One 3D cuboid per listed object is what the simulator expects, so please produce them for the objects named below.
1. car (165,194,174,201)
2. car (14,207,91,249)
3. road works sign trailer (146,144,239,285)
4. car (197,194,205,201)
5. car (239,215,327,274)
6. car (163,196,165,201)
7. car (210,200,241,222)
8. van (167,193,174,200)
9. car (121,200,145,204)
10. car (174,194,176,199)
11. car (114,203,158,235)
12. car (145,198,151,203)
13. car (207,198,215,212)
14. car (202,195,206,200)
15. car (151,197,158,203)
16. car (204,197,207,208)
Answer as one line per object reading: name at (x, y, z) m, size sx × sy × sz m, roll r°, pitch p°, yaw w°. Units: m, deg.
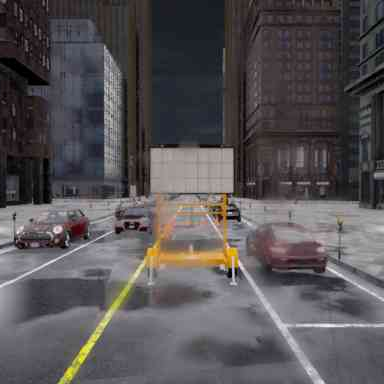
car at (-5.864, 1.453, 78.848) m, size 1.802 × 1.307 × 4.206 m, roll -1°, pitch 0°, yaw 0°
car at (-5.792, 1.434, 14.231) m, size 1.967 × 1.590 × 4.097 m, roll -1°, pitch 0°, yaw 0°
road works sign trailer at (-0.001, 0.461, 9.446) m, size 2.380 × 3.560 × 2.880 m, roll 0°, pitch 0°, yaw -1°
car at (2.660, 1.396, 79.037) m, size 1.752 × 1.417 × 4.829 m, roll -1°, pitch 0°, yaw 0°
car at (2.740, 1.578, 10.264) m, size 1.802 × 1.307 × 4.206 m, roll -1°, pitch 0°, yaw 0°
car at (-5.834, 1.512, 51.878) m, size 1.947 × 1.339 × 4.313 m, roll -1°, pitch 0°, yaw 0°
car at (2.722, 1.553, 25.872) m, size 1.947 × 1.339 × 4.313 m, roll -1°, pitch 0°, yaw 0°
van at (-5.880, 1.170, 90.208) m, size 1.690 × 1.788 × 3.998 m, roll -1°, pitch 0°, yaw 0°
car at (-5.809, 1.527, 30.366) m, size 1.887 × 1.381 × 4.507 m, roll -1°, pitch 0°, yaw 0°
car at (-5.874, 1.166, 84.528) m, size 2.192 × 1.841 × 5.009 m, roll -1°, pitch 0°, yaw 0°
car at (-3.023, 1.556, 18.710) m, size 1.994 × 1.385 × 4.181 m, roll 0°, pitch 0°, yaw 0°
car at (-5.815, 1.558, 35.743) m, size 1.802 × 1.307 × 4.206 m, roll -1°, pitch 0°, yaw 0°
car at (2.716, 1.547, 31.076) m, size 1.947 × 1.339 × 4.313 m, roll -1°, pitch 0°, yaw 0°
car at (2.697, 1.482, 46.853) m, size 1.752 × 1.417 × 4.829 m, roll -1°, pitch 0°, yaw 0°
car at (-5.828, 1.509, 46.499) m, size 2.008 × 1.369 × 4.403 m, roll -1°, pitch 0°, yaw 0°
car at (2.709, 1.526, 36.278) m, size 2.008 × 1.369 × 4.403 m, roll -1°, pitch 0°, yaw 0°
